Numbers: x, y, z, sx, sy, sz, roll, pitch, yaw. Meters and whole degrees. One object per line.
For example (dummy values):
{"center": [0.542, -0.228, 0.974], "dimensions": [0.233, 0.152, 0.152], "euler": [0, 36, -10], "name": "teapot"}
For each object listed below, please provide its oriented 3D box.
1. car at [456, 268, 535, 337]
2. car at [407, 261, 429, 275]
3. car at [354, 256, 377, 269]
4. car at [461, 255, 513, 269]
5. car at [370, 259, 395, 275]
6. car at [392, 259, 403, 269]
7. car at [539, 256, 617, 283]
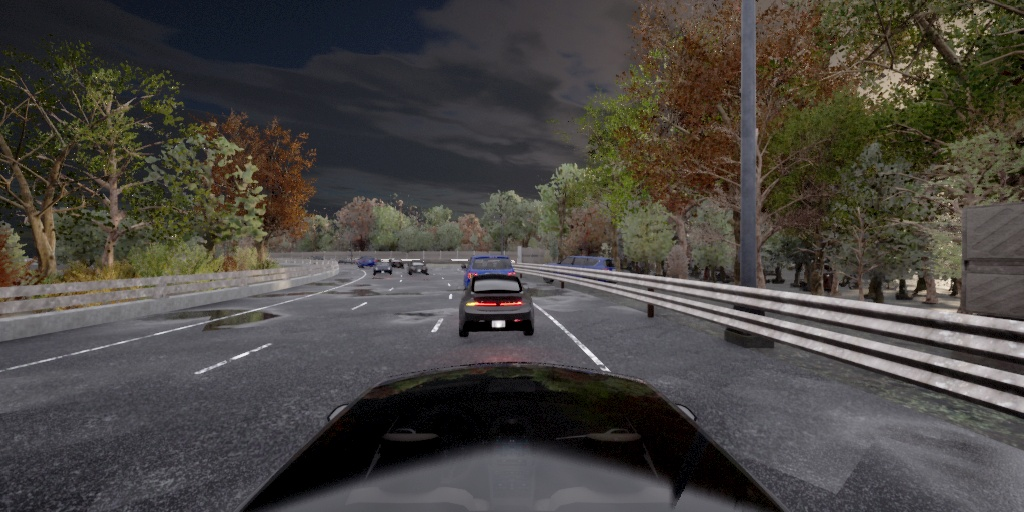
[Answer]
{"center": [-0.521, 1.254, 10.334], "dimensions": [1.837, 1.490, 4.892], "euler": [0, 0, -5], "name": "car"}
{"center": [-10.180, 1.274, 38.491], "dimensions": [1.812, 1.442, 4.674], "euler": [0, 0, -19], "name": "car"}
{"center": [-23.378, 0.969, 57.574], "dimensions": [2.150, 2.045, 5.566], "euler": [0, 0, -32], "name": "car"}
{"center": [-1.170, 0.971, 17.008], "dimensions": [2.150, 2.045, 5.566], "euler": [0, 0, -9], "name": "car"}
{"center": [-14.360, 1.349, 39.657], "dimensions": [1.895, 1.301, 4.718], "euler": [0, 0, -22], "name": "car"}
{"center": [-18.289, 1.225, 55.822], "dimensions": [1.882, 1.535, 5.008], "euler": [0, 0, -30], "name": "car"}
{"center": [4.614, 1.008, 25.241], "dimensions": [5.566, 2.045, 2.150], "euler": [4, 1, 39], "name": "car"}
